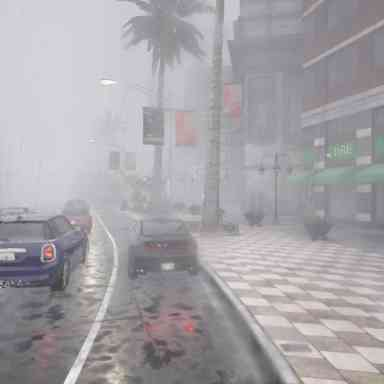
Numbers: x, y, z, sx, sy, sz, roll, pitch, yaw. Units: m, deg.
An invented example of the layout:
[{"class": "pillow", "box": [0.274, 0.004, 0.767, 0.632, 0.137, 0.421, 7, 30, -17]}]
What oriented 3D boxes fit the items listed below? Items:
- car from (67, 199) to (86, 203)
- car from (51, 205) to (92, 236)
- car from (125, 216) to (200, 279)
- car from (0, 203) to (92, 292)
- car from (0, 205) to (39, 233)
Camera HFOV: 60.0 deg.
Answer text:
[{"class": "car", "box": [-9.937, 1.345, 28.727, 2.097, 1.767, 4.553, 0, 0, -18]}, {"class": "car", "box": [-6.817, 1.559, 19.206, 1.994, 1.385, 4.181, 0, 0, -16]}, {"class": "car", "box": [-1.037, 1.503, 10.202, 1.837, 1.490, 4.892, 0, 0, -11]}, {"class": "car", "box": [-4.131, 1.349, 8.921, 2.097, 1.767, 4.553, 0, 0, -9]}, {"class": "car", "box": [-10.884, 1.591, 20.710, 1.895, 1.301, 4.718, 0, 0, -18]}]
